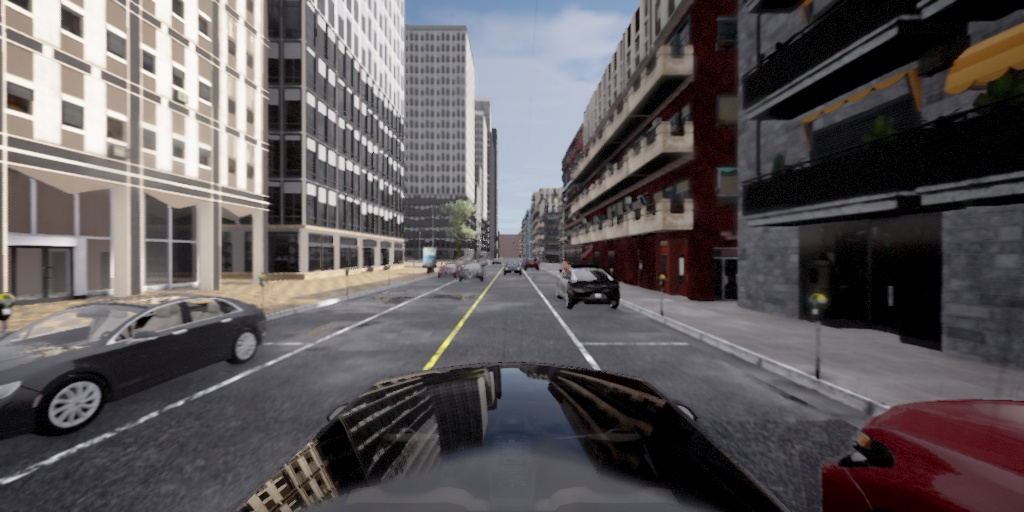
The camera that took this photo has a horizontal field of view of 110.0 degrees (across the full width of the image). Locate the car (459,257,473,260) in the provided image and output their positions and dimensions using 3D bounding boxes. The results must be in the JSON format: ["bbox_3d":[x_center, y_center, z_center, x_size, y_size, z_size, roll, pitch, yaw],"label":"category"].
[{"bbox_3d":[-5.688,1.158,38.654,1.967,1.591,4.097,0,0,0],"label":"car"}]

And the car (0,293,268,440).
[{"bbox_3d":[-5.690,1.297,5.349,2.007,1.370,4.403,0,0,0],"label":"car"}]

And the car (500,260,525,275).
[{"bbox_3d":[0.072,1.320,37.662,1.895,1.301,4.718,0,0,0],"label":"car"}]

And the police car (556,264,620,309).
[{"bbox_3d":[3.001,1.163,15.072,1.930,1.638,5.238,0,0,0],"label":"police car"}]

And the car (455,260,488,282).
[{"bbox_3d":[-3.094,1.251,28.691,1.812,1.442,4.674,0,0,0],"label":"car"}]

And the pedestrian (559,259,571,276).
[{"bbox_3d":[2.736,1.029,18.074,0.375,1.860,0.375,0,0,-1],"label":"pedestrian"}]

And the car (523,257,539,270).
[{"bbox_3d":[2.693,1.026,49.756,2.192,1.841,5.009,0,0,0],"label":"car"}]

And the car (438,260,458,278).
[{"bbox_3d":[-5.688,1.304,33.103,1.802,1.307,4.207,0,0,0],"label":"car"}]
